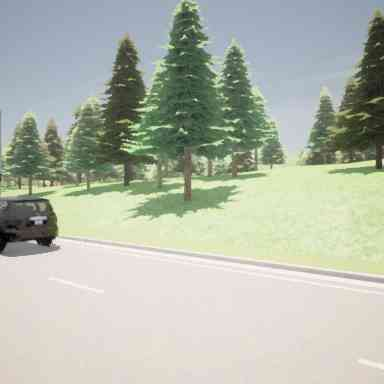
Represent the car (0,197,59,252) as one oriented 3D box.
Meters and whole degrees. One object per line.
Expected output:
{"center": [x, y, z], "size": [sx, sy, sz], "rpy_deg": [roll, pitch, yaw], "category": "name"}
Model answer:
{"center": [-7.890, 1.222, 13.950], "size": [5.566, 2.045, 2.150], "rpy_deg": [0, 0, 36], "category": "car"}
